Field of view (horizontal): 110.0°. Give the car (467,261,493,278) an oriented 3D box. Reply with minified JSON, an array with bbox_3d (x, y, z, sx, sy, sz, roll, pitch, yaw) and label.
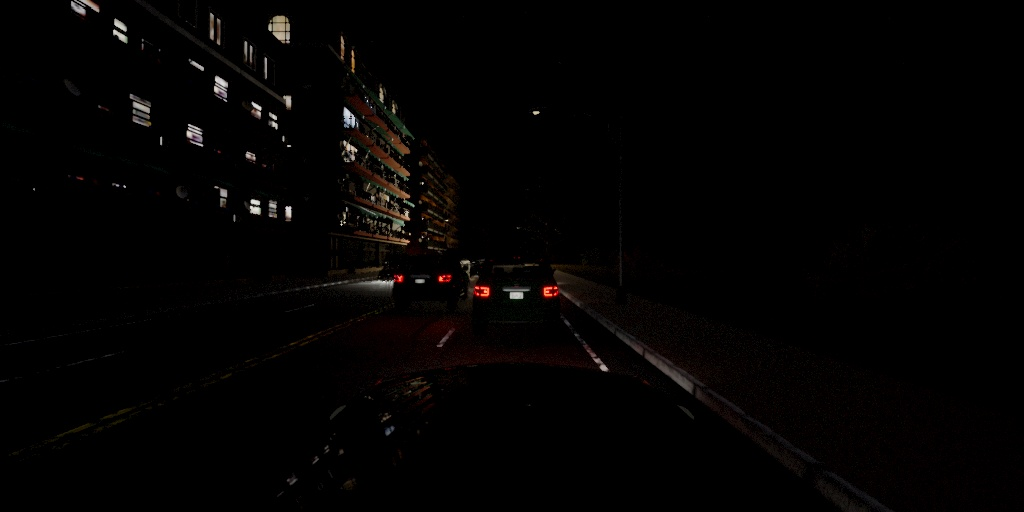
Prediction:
[{"bbox_3d":[-3.065,1.243,35.211,2.128,1.511,4.902,0,0,0],"label":"car"}]

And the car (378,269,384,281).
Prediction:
[{"bbox_3d":[-9.778,1.315,30.396,1.994,1.385,4.181,0,0,0],"label":"car"}]

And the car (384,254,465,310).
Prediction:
[{"bbox_3d":[-3.116,0.969,14.779,2.150,2.045,5.566,0,-1,0],"label":"car"}]

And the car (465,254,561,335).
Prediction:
[{"bbox_3d":[0.116,0.973,10.654,2.150,2.045,5.566,0,0,0],"label":"car"}]
